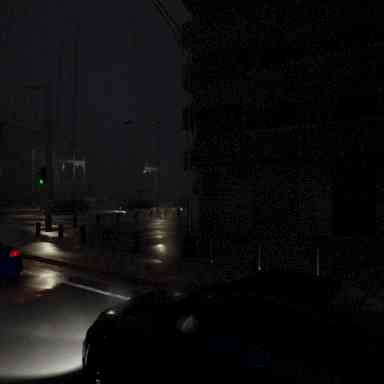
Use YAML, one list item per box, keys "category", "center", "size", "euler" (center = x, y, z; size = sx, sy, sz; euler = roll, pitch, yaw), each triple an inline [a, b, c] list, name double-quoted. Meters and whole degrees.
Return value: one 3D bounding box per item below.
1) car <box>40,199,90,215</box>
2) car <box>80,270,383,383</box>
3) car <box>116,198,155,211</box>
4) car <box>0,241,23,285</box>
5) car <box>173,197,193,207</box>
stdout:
- category: "car"
  center: [-12.553, 1.449, 33.120]
  size: [1.837, 1.490, 4.892]
  euler: [0, 0, 36]
- category: "car"
  center: [0.761, 1.564, 3.448]
  size: [4.181, 1.385, 1.994]
  euler: [0, 0, 36]
- category: "car"
  center: [-6.824, 1.492, 41.052]
  size: [2.033, 1.411, 5.357]
  euler: [0, 0, 36]
- category: "car"
  center: [-6.091, 1.564, 8.317]
  size: [4.181, 1.385, 1.994]
  euler: [0, 0, 36]
- category: "car"
  center: [-0.769, 1.449, 49.409]
  size: [1.837, 1.490, 4.892]
  euler: [0, 0, 36]
